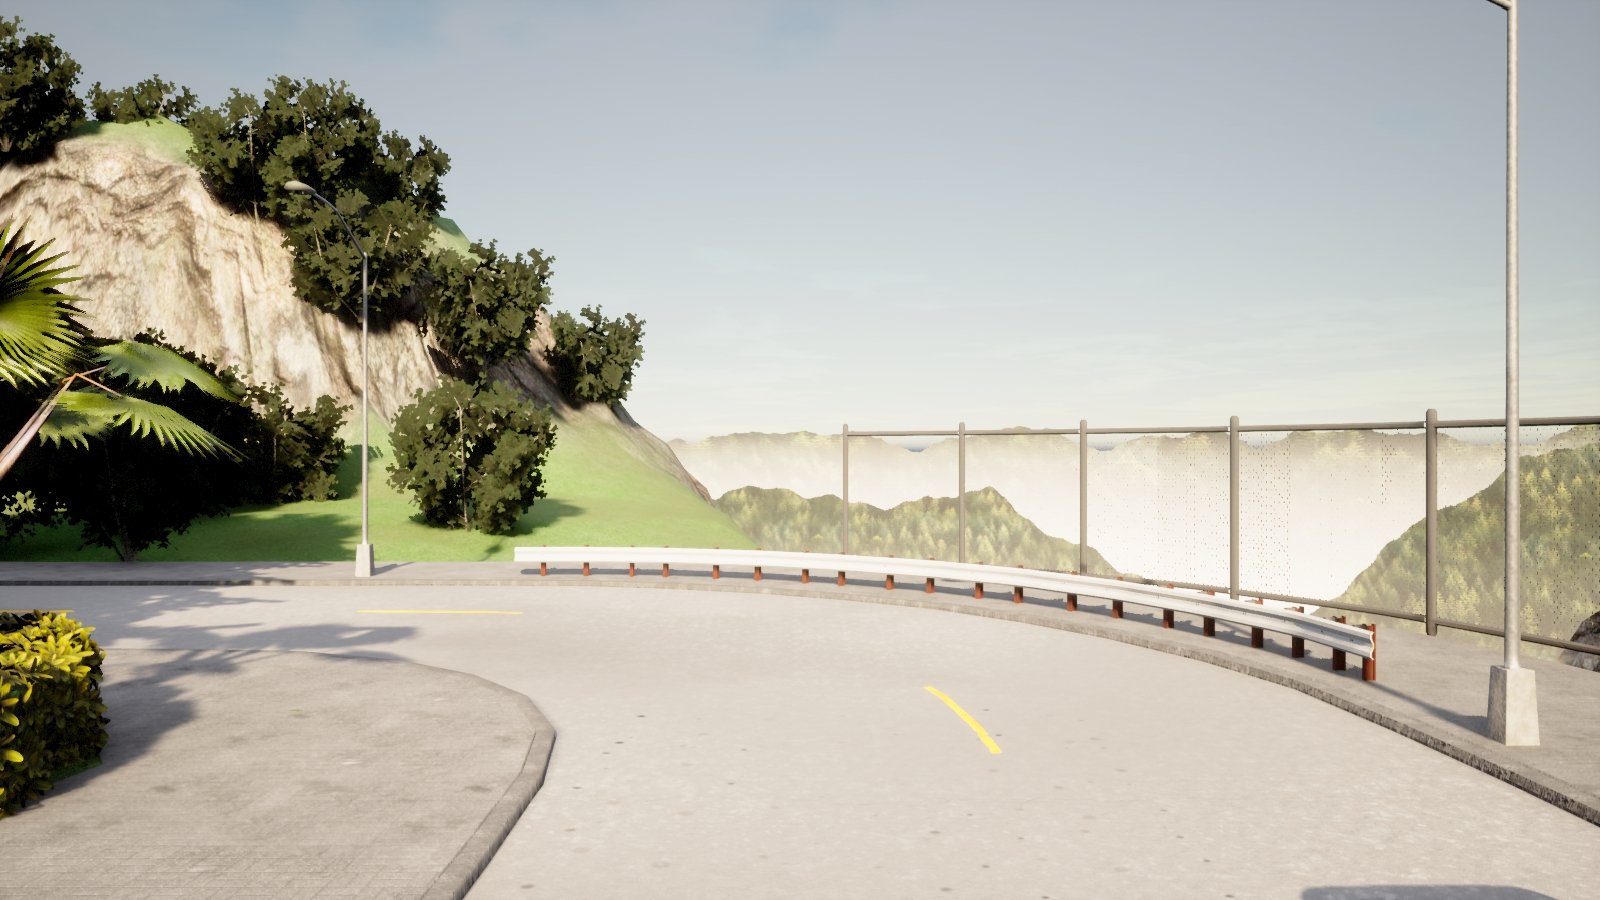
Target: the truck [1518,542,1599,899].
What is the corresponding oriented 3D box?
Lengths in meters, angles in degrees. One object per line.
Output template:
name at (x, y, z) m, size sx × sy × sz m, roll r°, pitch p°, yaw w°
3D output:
truck at (3.978, 1.568, 1.587) m, size 2.627 × 2.467 × 5.204 m, roll 0°, pitch 0°, yaw -1°
